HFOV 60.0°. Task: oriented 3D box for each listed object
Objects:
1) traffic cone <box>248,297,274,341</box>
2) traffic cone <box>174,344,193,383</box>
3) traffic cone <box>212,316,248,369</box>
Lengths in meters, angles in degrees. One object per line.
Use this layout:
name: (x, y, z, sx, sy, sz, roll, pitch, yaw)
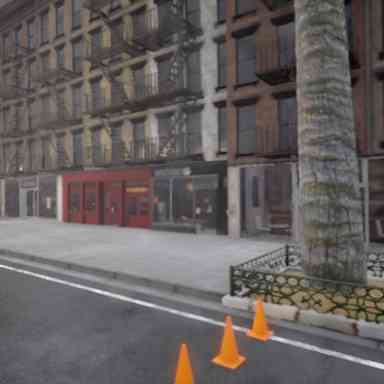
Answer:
traffic cone: (1.071, 1.962, 5.266, 0.340, 0.580, 0.340, 0, 0, 36)
traffic cone: (-0.092, 1.961, 3.639, 0.340, 0.580, 0.340, 0, 0, 36)
traffic cone: (0.489, 1.961, 4.452, 0.340, 0.580, 0.340, 0, 0, 36)
